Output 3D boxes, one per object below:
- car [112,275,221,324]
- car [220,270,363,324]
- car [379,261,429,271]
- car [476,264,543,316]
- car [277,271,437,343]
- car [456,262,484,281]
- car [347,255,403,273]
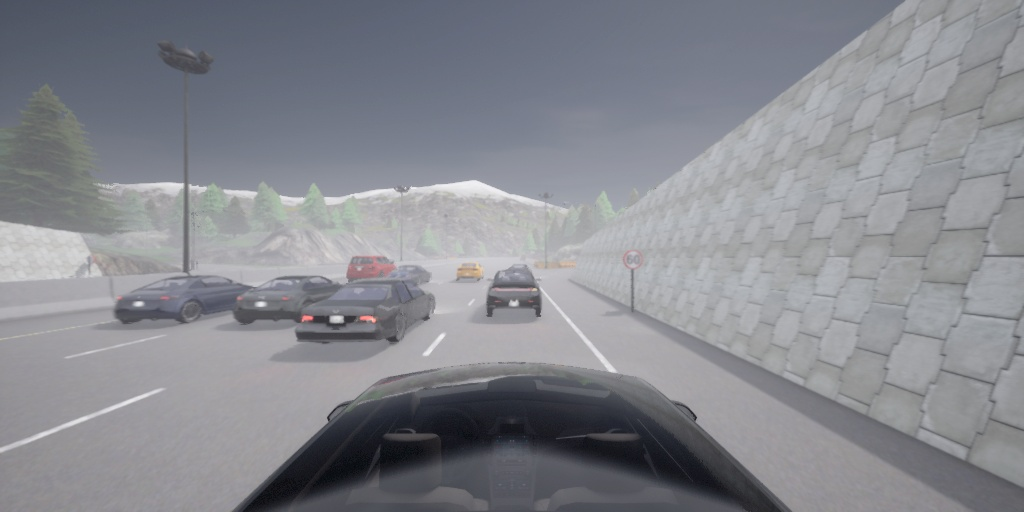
[{"bbox_3d":[-10.430,1.314,12.045,1.994,1.385,4.181,0,0,0],"label":"car"},{"bbox_3d":[-6.930,1.313,11.928,1.994,1.385,4.181,0,0,0],"label":"car"},{"bbox_3d":[-6.947,1.298,24.636,2.033,1.411,5.357,0,0,1],"label":"car"},{"bbox_3d":[0.078,1.242,13.325,2.128,1.511,4.902,0,0,0],"label":"car"},{"bbox_3d":[-3.451,1.298,9.606,2.033,1.411,5.357,0,0,1],"label":"car"},{"bbox_3d":[-3.409,1.228,29.880,1.882,1.535,5.008,0,0,0],"label":"car"},{"bbox_3d":[-10.422,0.975,27.222,2.150,2.045,5.566,0,0,1],"label":"car"}]
